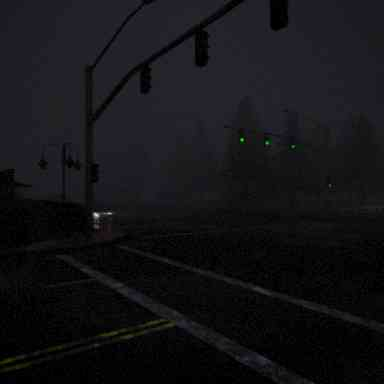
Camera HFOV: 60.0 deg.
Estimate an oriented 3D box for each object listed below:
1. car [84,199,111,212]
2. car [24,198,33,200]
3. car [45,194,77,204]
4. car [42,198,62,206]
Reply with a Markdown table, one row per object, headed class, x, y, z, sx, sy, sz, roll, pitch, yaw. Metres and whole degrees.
| class | x | y | z | sx | sy | sz | roll | pitch | yaw |
| --- | --- | --- | --- | --- | --- | --- | --- | --- | --- |
| car | -10.938 | 1.511 | 38.272 | 1.812 | 1.442 | 4.674 | 0 | 0 | -37 |
| car | -25.875 | 1.597 | 52.492 | 1.994 | 1.385 | 4.181 | 0 | 0 | -37 |
| car | -14.823 | 1.210 | 37.597 | 2.150 | 2.045 | 5.566 | 0 | 0 | -37 |
| car | -23.057 | 1.599 | 54.568 | 1.895 | 1.301 | 4.718 | 0 | 0 | -37 |
